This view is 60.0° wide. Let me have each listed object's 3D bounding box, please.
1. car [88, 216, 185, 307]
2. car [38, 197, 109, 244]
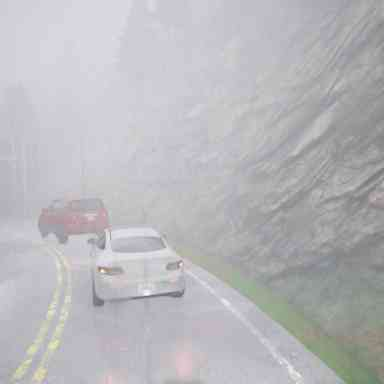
[{"bbox_3d":[-1.491,1.529,8.059,1.812,1.442,4.674,-1,0,-17],"label":"car"},{"bbox_3d":[-6.083,1.297,16.799,2.150,2.045,5.566,-3,1,-37],"label":"car"}]
